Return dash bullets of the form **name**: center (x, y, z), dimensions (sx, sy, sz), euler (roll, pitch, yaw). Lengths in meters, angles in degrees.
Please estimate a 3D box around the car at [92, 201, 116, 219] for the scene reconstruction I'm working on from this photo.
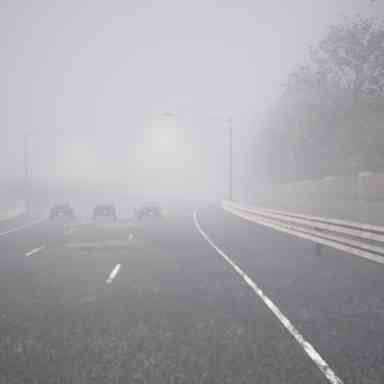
- **car**: center (-7.690, 1.504, 29.281), dimensions (1.882, 1.535, 5.008), euler (0, 0, -15)

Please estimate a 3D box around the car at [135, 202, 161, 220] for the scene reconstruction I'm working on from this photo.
- **car**: center (-3.716, 1.526, 27.869), dimensions (1.812, 1.442, 4.674), euler (0, 0, -15)

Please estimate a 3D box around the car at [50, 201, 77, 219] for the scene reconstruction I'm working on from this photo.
- **car**: center (-11.378, 1.557, 29.465), dimensions (1.837, 1.490, 4.892), euler (0, 0, -16)

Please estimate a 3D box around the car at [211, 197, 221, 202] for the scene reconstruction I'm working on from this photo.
- **car**: center (6.103, 2.051, 87.266), dimensions (1.837, 1.490, 4.892), euler (0, -3, 11)
